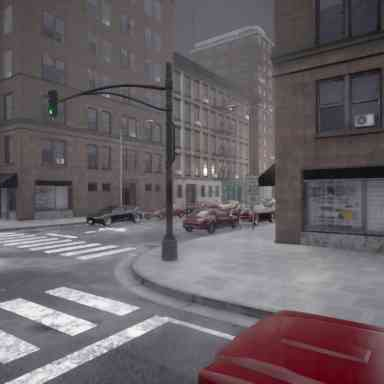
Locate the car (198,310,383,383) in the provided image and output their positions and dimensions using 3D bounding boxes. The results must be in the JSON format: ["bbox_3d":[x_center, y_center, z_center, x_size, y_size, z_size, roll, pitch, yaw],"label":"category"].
[{"bbox_3d":[2.294,1.601,2.052,4.718,1.301,1.895,0,0,36],"label":"car"}]

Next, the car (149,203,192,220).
[{"bbox_3d":[-2.190,1.602,28.094,1.802,1.307,4.206,0,0,36],"label":"car"}]

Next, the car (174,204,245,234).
[{"bbox_3d":[1.116,1.554,18.934,1.802,1.307,4.206,0,0,36],"label":"car"}]

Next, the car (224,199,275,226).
[{"bbox_3d":[4.332,1.411,23.419,1.967,1.590,4.097,0,0,36],"label":"car"}]

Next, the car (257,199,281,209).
[{"bbox_3d":[10.673,1.599,46.031,1.802,1.307,4.206,0,0,36],"label":"car"}]

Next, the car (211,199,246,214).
[{"bbox_3d":[4.142,1.542,36.925,1.752,1.417,4.829,0,0,36],"label":"car"}]

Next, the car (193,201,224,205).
[{"bbox_3d":[1.026,1.563,32.579,1.887,1.381,4.507,0,0,36],"label":"car"}]

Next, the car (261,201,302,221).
[{"bbox_3d":[7.648,1.494,28.042,1.752,1.417,4.829,0,0,36],"label":"car"}]

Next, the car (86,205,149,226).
[{"bbox_3d":[-5.406,1.588,23.610,1.947,1.339,4.313,0,0,36],"label":"car"}]

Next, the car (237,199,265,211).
[{"bbox_3d":[7.458,1.598,41.547,1.802,1.307,4.206,0,0,36],"label":"car"}]
